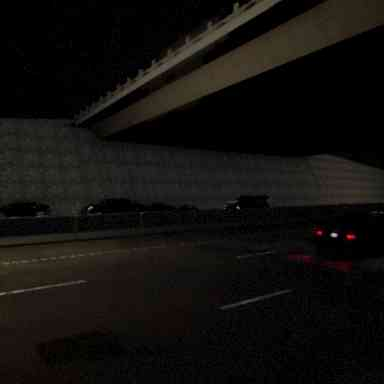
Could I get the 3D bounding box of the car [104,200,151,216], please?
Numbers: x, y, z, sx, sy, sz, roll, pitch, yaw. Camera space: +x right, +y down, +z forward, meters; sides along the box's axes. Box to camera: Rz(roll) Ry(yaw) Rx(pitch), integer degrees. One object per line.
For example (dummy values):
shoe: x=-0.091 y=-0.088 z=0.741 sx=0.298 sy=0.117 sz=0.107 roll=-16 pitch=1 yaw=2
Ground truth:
car: x=-6.480 y=1.588 z=33.633 sx=4.181 sy=1.385 sz=1.994 roll=0 pitch=0 yaw=-35

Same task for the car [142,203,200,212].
car: x=-0.983 y=1.604 z=24.667 sx=4.718 sy=1.301 sz=1.895 roll=0 pitch=0 yaw=-35

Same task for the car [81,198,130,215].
car: x=-7.234 y=1.353 z=28.896 sx=4.553 sy=1.767 sz=2.097 roll=0 pitch=0 yaw=-35

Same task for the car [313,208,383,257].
car: x=6.992 y=1.551 z=13.030 sx=5.357 sy=1.411 sz=2.033 roll=0 pitch=0 yaw=-35

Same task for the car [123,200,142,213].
car: x=-3.129 y=1.567 z=27.440 sx=4.181 sy=1.385 sz=1.994 roll=0 pitch=0 yaw=-35

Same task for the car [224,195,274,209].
car: x=4.782 y=1.357 z=28.830 sx=4.553 sy=1.767 sz=2.097 roll=0 pitch=0 yaw=-35

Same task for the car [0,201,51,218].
car: x=-14.502 y=1.507 z=28.024 sx=4.892 sy=1.490 sz=1.837 roll=1 pitch=0 yaw=-35

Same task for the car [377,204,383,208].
car: x=13.698 y=1.498 z=22.103 sx=4.902 sy=1.511 sz=2.128 roll=0 pitch=0 yaw=-35
